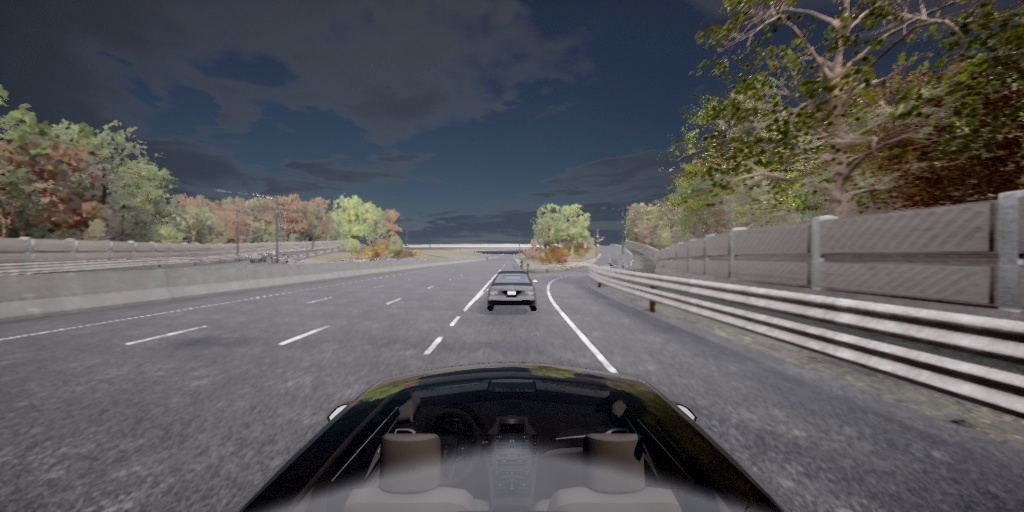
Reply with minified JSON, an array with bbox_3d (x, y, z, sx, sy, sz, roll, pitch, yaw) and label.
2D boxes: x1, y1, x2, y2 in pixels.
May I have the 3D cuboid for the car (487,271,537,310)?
[{"bbox_3d":[0.054,1.307,14.709,2.033,1.411,5.357,0,0,2],"label":"car"}]
